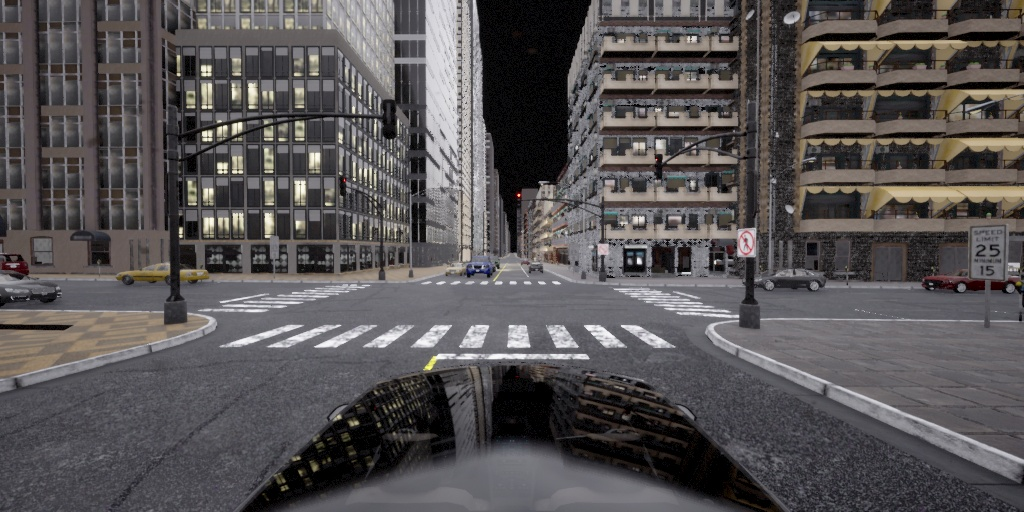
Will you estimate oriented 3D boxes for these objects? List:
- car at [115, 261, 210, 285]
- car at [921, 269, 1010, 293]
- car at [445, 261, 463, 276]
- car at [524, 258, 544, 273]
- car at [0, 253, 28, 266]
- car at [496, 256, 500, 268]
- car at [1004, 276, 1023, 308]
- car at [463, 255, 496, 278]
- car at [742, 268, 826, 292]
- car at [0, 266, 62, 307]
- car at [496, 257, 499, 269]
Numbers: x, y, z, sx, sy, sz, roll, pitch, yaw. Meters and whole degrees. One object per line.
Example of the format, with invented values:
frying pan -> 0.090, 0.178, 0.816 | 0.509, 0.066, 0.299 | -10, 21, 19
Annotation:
car -> -21.631, 1.029, 22.242 | 4.829, 1.417, 1.751 | 0, 0, 1
car -> 27.409, 1.461, 21.499 | 4.507, 1.381, 1.888 | 0, 0, 1
car -> -5.629, 1.265, 36.361 | 1.751, 1.417, 4.829 | 0, 0, 0
car -> 2.762, 1.289, 42.170 | 2.007, 1.370, 4.403 | 0, 0, 0
car -> -33.577, 0.712, 22.468 | 5.009, 1.841, 2.192 | 0, 0, 1
car -> -2.994, 0.957, 55.349 | 2.150, 2.045, 5.566 | 0, 0, 0
car -> 21.736, 1.576, 13.208 | 4.313, 1.339, 1.948 | 0, 0, 1
car -> -3.042, 0.962, 34.662 | 2.150, 2.045, 5.566 | 0, 0, 0
car -> 16.344, 1.375, 21.674 | 4.403, 1.370, 2.007 | 0, 0, 1
car -> -20.265, 1.204, 13.905 | 4.403, 1.370, 2.007 | 0, 0, 1
car -> -3.017, 1.216, 44.793 | 1.882, 1.535, 5.008 | 0, 0, 0
